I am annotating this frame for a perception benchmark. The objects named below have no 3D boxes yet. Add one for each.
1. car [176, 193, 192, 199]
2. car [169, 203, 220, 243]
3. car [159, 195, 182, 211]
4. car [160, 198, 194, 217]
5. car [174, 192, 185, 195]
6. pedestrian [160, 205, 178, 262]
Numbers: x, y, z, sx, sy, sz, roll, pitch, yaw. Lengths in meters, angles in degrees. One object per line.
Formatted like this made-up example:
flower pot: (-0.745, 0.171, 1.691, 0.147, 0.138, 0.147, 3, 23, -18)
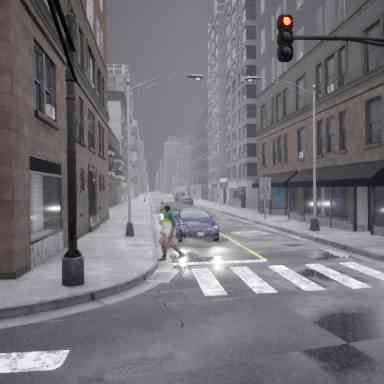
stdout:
car: (-0.901, 1.317, 48.608, 1.837, 1.490, 4.892, -1, 0, -7)
car: (0.056, 1.476, 16.092, 1.812, 1.442, 4.674, -1, 0, -7)
car: (-2.445, 1.419, 35.639, 1.812, 1.442, 4.674, -1, 0, -7)
car: (-1.172, 1.472, 25.648, 2.033, 1.411, 5.357, -1, 0, -7)
car: (-2.232, 0.996, 58.931, 2.150, 2.045, 5.566, -1, 0, -7)
pedestrian: (-0.753, 1.276, 10.730, 0.375, 1.860, 0.375, -1, 1, -7)
